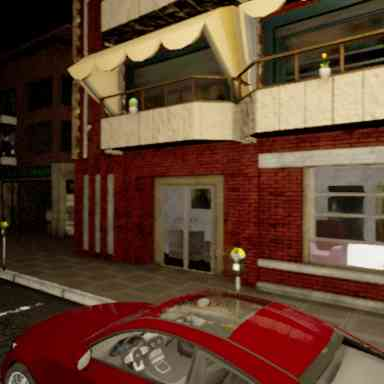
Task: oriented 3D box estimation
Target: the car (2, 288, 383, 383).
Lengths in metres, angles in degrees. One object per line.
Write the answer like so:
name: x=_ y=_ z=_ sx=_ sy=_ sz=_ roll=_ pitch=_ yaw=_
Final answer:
car: x=0.020 y=1.572 z=2.921 sx=4.206 sy=1.307 sz=1.802 roll=0 pitch=0 yaw=35
